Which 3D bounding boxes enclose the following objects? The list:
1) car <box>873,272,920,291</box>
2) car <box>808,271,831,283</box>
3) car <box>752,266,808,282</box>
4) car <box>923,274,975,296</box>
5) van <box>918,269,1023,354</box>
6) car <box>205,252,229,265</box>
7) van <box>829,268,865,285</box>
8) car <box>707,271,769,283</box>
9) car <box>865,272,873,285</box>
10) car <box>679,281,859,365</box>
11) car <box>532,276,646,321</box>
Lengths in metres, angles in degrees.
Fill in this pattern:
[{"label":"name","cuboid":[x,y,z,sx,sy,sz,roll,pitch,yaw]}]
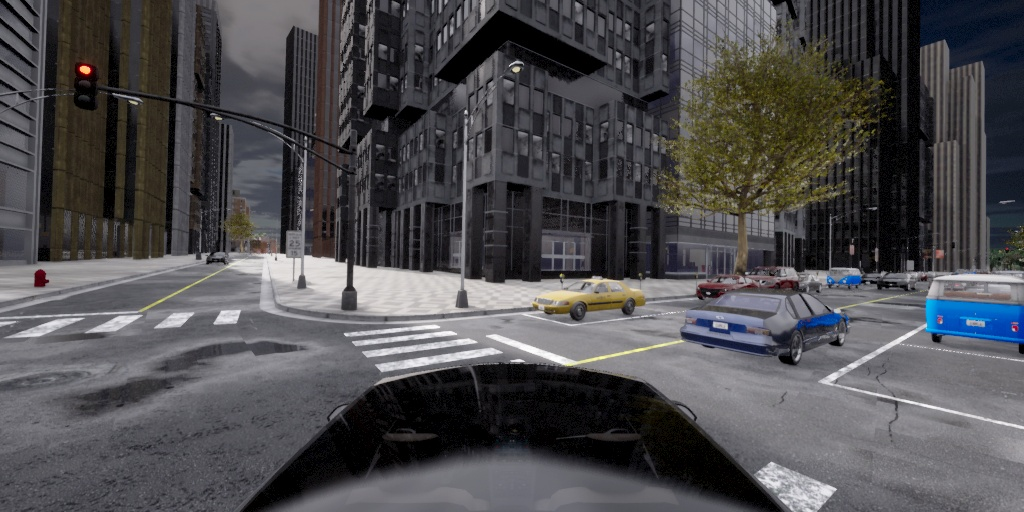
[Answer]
[{"label":"car","cuboid":[33.344,2.178,31.063,4.892,1.490,1.837,2,-1,-35]},{"label":"car","cuboid":[20.456,1.923,25.464,4.403,1.370,2.007,0,0,-35]},{"label":"car","cuboid":[16.116,1.574,22.444,5.009,1.841,2.192,0,0,-35]},{"label":"car","cuboid":[33.515,2.182,27.445,5.357,1.411,2.033,2,-1,-34]},{"label":"van","cuboid":[12.390,1.385,9.467,3.998,1.789,1.690,0,0,-35]},{"label":"car","cuboid":[-35.418,0.241,43.193,1.837,1.490,4.892,2,0,-35]},{"label":"van","cuboid":[29.138,1.942,31.503,3.998,1.789,1.690,0,0,-35]},{"label":"car","cuboid":[11.775,1.692,19.424,4.507,1.381,1.888,0,0,-35]},{"label":"car","cuboid":[37.819,2.397,37.541,4.313,1.339,1.948,0,0,-35]},{"label":"car","cuboid":[6.167,1.469,8.503,5.357,1.411,2.033,1,-1,-35]},{"label":"car","cuboid":[2.948,1.448,13.292,4.829,1.417,1.751,0,0,-35]}]
